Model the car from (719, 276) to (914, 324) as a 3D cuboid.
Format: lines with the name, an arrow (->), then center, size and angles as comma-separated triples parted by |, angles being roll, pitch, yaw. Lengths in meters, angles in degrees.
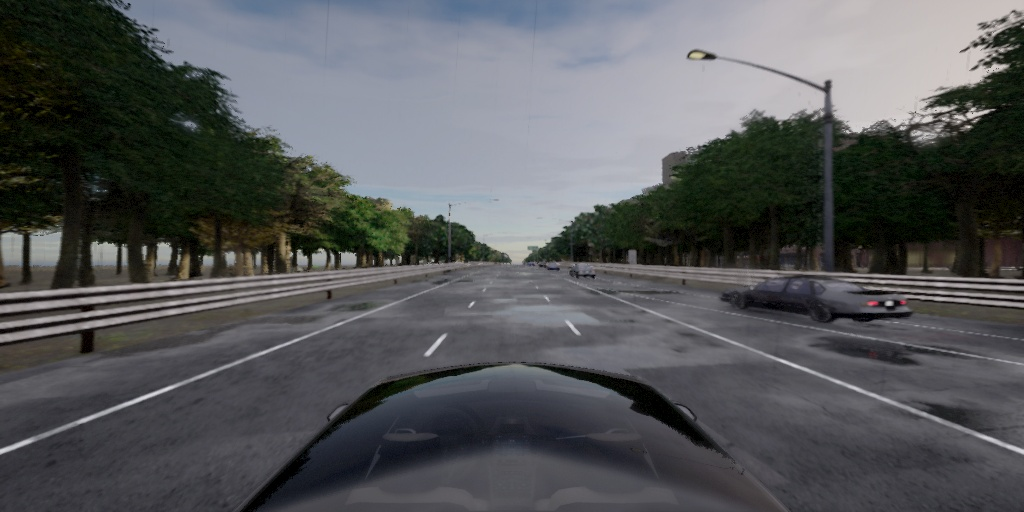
car -> 10.022, 1.406, 12.529 | 2.033, 1.411, 5.357 | 0, 0, -14

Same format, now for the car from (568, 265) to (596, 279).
car -> 7.042, 1.582, 36.259 | 2.033, 1.411, 5.357 | 0, 0, -1

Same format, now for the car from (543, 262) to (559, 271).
car -> 7.025, 1.832, 62.779 | 1.994, 1.385, 4.181 | 0, -1, 0
